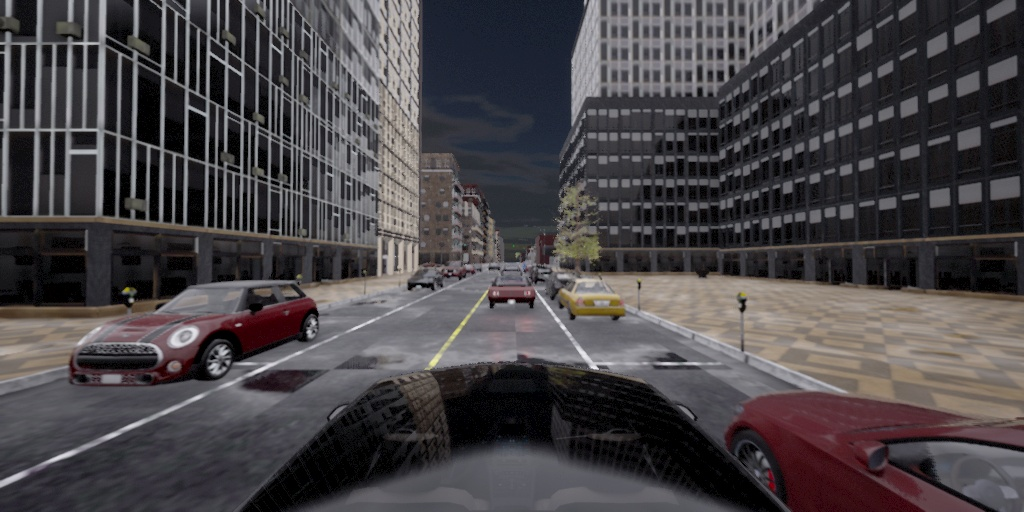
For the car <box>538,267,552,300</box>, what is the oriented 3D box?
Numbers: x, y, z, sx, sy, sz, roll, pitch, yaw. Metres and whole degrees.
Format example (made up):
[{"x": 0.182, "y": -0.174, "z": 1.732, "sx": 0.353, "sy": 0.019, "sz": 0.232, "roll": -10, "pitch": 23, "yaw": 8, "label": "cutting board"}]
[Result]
[{"x": 2.644, "y": 1.459, "z": 18.444, "sx": 2.007, "sy": 1.370, "sz": 4.403, "roll": 0, "pitch": 0, "yaw": 0, "label": "car"}]

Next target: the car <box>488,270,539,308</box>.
[{"x": -0.011, "y": 1.486, "z": 15.962, "sx": 1.895, "sy": 1.301, "sz": 4.718, "roll": 0, "pitch": -1, "yaw": 0, "label": "car"}]

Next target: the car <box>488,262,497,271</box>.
[{"x": -3.118, "y": 1.840, "z": 62.963, "sx": 1.882, "sy": 1.535, "sz": 5.008, "roll": 0, "pitch": 0, "yaw": 0, "label": "car"}]

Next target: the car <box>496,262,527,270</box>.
[{"x": -0.023, "y": 1.526, "z": 31.145, "sx": 2.128, "sy": 1.511, "sz": 4.902, "roll": 0, "pitch": 0, "yaw": 0, "label": "car"}]

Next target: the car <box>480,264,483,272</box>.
[{"x": -5.745, "y": 1.879, "z": 58.282, "sx": 1.948, "sy": 1.339, "sz": 4.313, "roll": 0, "pitch": 0, "yaw": 0, "label": "car"}]

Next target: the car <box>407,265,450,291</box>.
[{"x": -5.711, "y": 1.531, "z": 24.151, "sx": 1.948, "sy": 1.339, "sz": 4.313, "roll": 0, "pitch": 0, "yaw": 0, "label": "car"}]

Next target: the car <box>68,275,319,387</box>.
[{"x": -5.694, "y": 1.241, "z": 7.085, "sx": 1.967, "sy": 1.591, "sz": 4.097, "roll": 0, "pitch": 0, "yaw": 0, "label": "car"}]

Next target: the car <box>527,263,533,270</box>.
[{"x": 2.626, "y": 1.643, "z": 35.510, "sx": 1.948, "sy": 1.339, "sz": 4.313, "roll": 0, "pitch": 0, "yaw": 0, "label": "car"}]

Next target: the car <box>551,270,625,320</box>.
[{"x": 2.654, "y": 1.380, "z": 12.925, "sx": 1.751, "sy": 1.417, "sz": 4.829, "roll": 0, "pitch": 0, "yaw": 0, "label": "car"}]

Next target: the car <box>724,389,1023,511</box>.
[{"x": 2.675, "y": 1.328, "z": 1.378, "sx": 1.802, "sy": 1.307, "sz": 4.207, "roll": 0, "pitch": 0, "yaw": 0, "label": "car"}]

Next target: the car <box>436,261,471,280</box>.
[{"x": -5.722, "y": 1.393, "z": 35.528, "sx": 2.192, "sy": 1.841, "sz": 5.009, "roll": 0, "pitch": 0, "yaw": 0, "label": "car"}]

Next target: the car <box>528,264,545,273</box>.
[{"x": 2.631, "y": 1.586, "z": 29.821, "sx": 1.948, "sy": 1.339, "sz": 4.313, "roll": 0, "pitch": 0, "yaw": 0, "label": "car"}]

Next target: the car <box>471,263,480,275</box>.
[{"x": -5.733, "y": 1.740, "z": 46.906, "sx": 1.888, "sy": 1.381, "sz": 4.507, "roll": 0, "pitch": 0, "yaw": 0, "label": "car"}]

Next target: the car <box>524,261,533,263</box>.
[{"x": 2.609, "y": 1.835, "z": 52.576, "sx": 1.802, "sy": 1.307, "sz": 4.207, "roll": 0, "pitch": 0, "yaw": 0, "label": "car"}]
